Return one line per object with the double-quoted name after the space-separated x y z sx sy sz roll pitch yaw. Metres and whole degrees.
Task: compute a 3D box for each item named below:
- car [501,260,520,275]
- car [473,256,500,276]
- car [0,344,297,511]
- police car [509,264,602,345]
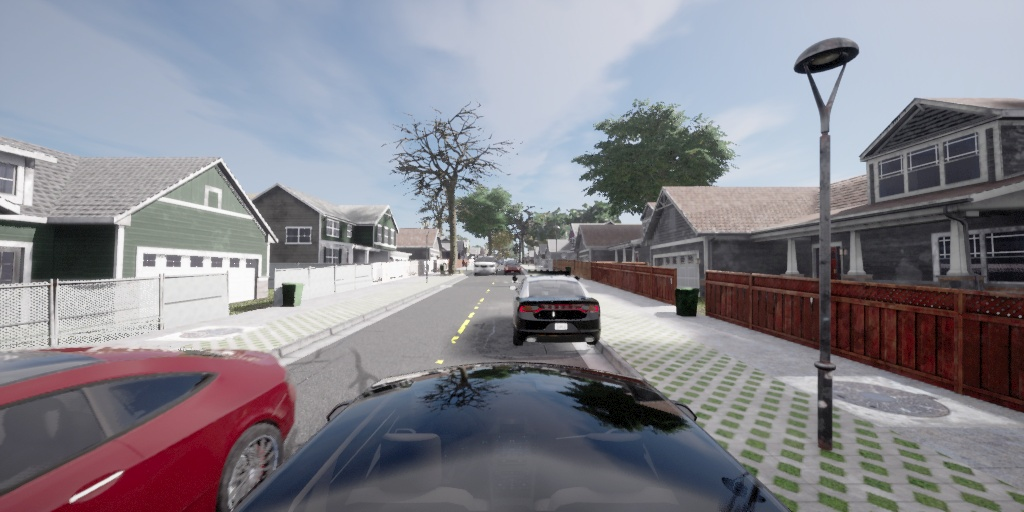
0.085 1.379 39.520 1.895 1.301 4.718 0 0 0 "car"
-2.747 0.995 37.810 2.150 2.045 5.566 0 0 0 "car"
-2.850 1.275 1.444 1.812 1.442 4.674 0 0 0 "car"
0.964 1.178 9.625 1.930 1.638 5.238 0 0 0 "police car"
